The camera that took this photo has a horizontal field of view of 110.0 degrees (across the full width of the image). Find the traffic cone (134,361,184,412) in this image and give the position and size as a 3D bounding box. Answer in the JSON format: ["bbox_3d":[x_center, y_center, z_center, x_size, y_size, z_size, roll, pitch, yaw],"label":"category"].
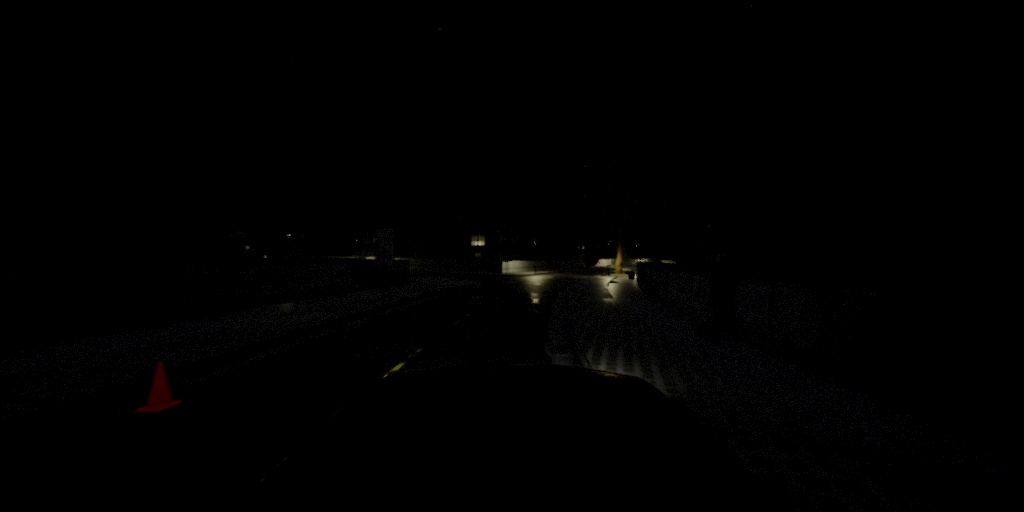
[{"bbox_3d":[-4.605,1.674,4.690,0.340,0.580,0.340,0,0,2],"label":"traffic cone"}]

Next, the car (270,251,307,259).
[{"bbox_3d":[-24.321,0.548,39.530,5.566,2.045,2.150,1,0,23],"label":"car"}]
